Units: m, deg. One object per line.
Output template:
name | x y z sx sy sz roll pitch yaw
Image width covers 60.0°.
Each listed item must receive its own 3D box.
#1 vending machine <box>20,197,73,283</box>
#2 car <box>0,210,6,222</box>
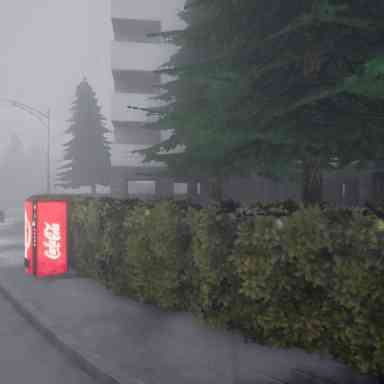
vending machine | -3.881 1.195 8.873 1.100 2.100 0.880 0 0 -38
car | -14.689 1.564 23.435 1.994 1.385 4.181 0 0 -14
